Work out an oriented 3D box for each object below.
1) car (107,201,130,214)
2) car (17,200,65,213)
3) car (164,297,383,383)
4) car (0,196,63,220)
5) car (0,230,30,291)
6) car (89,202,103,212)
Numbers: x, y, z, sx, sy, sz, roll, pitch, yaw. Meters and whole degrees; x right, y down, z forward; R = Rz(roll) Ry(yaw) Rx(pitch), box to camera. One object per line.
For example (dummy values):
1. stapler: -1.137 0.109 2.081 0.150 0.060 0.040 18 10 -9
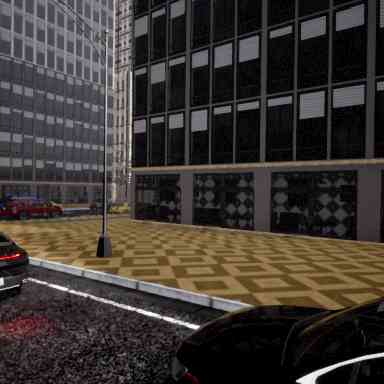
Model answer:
1. car: -7.322 1.830 38.847 1.752 1.417 4.829 1 0 37
2. car: -17.617 1.643 39.048 1.752 1.417 4.829 1 0 37
3. car: 1.994 1.505 2.252 4.892 1.490 1.837 0 0 36
4. car: -14.153 1.519 29.660 2.192 1.841 5.009 1 0 37
5. car: -5.722 1.500 7.796 4.892 1.490 1.837 0 0 36
6. car: -11.066 1.826 43.502 1.895 1.301 4.718 1 0 37
